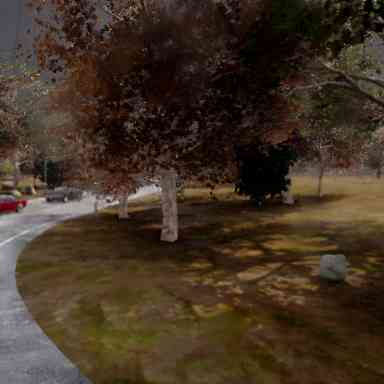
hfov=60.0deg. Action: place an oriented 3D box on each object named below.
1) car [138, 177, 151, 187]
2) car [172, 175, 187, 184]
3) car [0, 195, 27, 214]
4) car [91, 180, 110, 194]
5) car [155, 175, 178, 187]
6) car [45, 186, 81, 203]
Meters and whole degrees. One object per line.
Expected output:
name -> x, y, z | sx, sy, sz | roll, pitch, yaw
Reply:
car -> -8.498, -1.775, 55.701 | 2.097, 1.767, 4.553 | 1, 5, 13
car -> -2.491, -2.553, 67.162 | 2.128, 1.511, 4.902 | 1, 5, 9
car -> -13.483, 0.913, 22.896 | 1.895, 1.301, 4.718 | 1, 3, 3
car -> -11.130, -0.919, 43.152 | 2.150, 2.045, 5.566 | 1, 5, 10
car -> -4.616, -2.018, 56.919 | 2.150, 2.045, 5.566 | 1, 5, 12
car -> -12.647, 0.151, 33.047 | 1.837, 1.490, 4.892 | 1, 5, 7
